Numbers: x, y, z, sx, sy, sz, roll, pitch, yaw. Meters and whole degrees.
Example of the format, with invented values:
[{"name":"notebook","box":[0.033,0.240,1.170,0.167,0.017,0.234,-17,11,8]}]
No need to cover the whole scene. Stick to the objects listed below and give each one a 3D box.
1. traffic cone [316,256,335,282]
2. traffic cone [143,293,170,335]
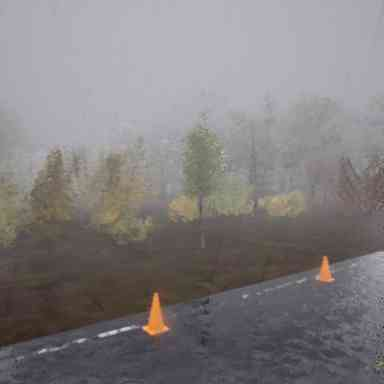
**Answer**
[{"name":"traffic cone","box":[3.369,1.917,8.401,0.340,0.580,0.340,0,0,-38]},{"name":"traffic cone","box":[-0.583,1.947,5.431,0.340,0.580,0.340,0,0,-36]}]
